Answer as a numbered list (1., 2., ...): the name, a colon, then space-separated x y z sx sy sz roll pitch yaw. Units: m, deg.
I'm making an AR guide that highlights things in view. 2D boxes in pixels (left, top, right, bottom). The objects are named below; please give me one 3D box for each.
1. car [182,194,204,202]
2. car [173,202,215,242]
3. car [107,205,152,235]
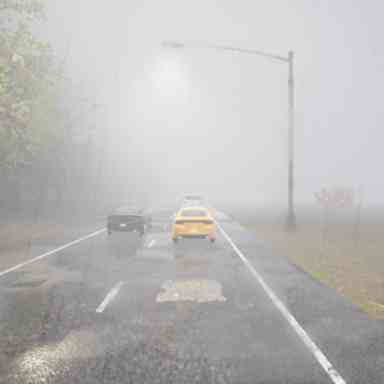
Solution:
1. car: 0.085 1.223 35.554 2.150 2.045 5.566 0 0 0
2. car: 0.096 1.478 16.494 1.882 1.535 5.008 0 0 0
3. car: -3.408 1.477 18.892 1.882 1.535 5.008 0 0 0
